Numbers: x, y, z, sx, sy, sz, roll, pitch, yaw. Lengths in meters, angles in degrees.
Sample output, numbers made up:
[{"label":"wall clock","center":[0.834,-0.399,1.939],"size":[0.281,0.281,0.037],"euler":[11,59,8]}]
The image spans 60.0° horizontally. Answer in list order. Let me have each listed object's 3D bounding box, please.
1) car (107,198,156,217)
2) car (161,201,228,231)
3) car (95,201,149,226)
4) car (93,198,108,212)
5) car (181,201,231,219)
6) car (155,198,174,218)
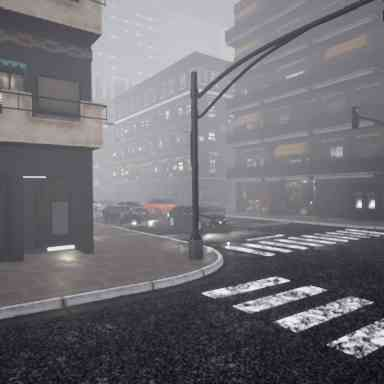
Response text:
[{"label":"car","center":[-5.347,1.540,28.853],"size":[1.837,1.490,4.892],"euler":[-1,1,-36]},{"label":"car","center":[0.220,1.533,21.174],"size":[1.837,1.490,4.892],"euler":[-1,1,-36]},{"label":"car","center":[-5.229,1.631,24.492],"size":[1.947,1.339,4.313],"euler":[-1,1,-36]},{"label":"car","center":[-11.394,1.567,37.210],"size":[1.812,1.442,4.674],"euler":[-1,1,-36]},{"label":"car","center":[1.151,1.511,29.117],"size":[2.008,1.369,4.403],"euler":[-1,1,-36]},{"label":"car","center":[-3.085,1.348,30.756],"size":[2.097,1.767,4.553],"euler":[-1,1,-36]}]
